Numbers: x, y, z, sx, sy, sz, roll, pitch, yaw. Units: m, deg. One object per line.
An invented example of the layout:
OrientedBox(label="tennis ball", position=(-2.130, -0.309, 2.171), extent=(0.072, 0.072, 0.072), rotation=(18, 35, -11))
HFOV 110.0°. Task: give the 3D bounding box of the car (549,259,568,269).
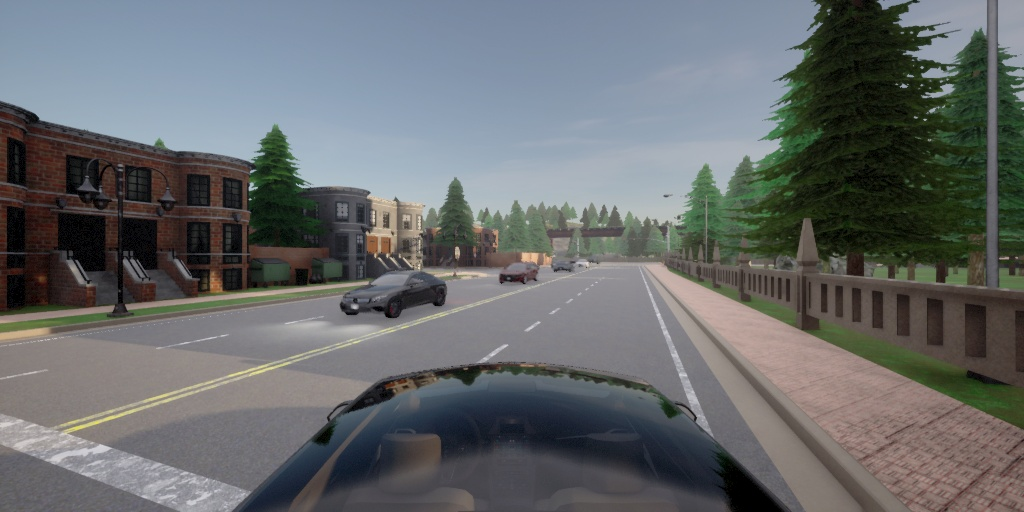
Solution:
OrientedBox(label="car", position=(7.528, 1.241, 57.672), extent=(2.128, 1.511, 4.902), rotation=(0, 0, 19))

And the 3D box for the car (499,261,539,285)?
OrientedBox(label="car", position=(0.588, 1.228, 26.666), extent=(1.882, 1.535, 5.008), rotation=(0, 1, 19))

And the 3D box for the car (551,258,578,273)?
OrientedBox(label="car", position=(6.287, 1.313, 43.290), extent=(1.994, 1.385, 4.181), rotation=(0, 0, 19))

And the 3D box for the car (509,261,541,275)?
OrientedBox(label="car", position=(1.552, 1.297, 40.274), extent=(2.033, 1.411, 5.357), rotation=(0, 0, 19))

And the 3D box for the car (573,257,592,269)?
OrientedBox(label="car", position=(11.488, 1.275, 58.422), extent=(1.812, 1.442, 4.674), rotation=(0, 0, 19))

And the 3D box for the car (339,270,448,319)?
OrientedBox(label="car", position=(-4.044, 1.276, 13.143), extent=(1.812, 1.442, 4.674), rotation=(0, 0, 19))
